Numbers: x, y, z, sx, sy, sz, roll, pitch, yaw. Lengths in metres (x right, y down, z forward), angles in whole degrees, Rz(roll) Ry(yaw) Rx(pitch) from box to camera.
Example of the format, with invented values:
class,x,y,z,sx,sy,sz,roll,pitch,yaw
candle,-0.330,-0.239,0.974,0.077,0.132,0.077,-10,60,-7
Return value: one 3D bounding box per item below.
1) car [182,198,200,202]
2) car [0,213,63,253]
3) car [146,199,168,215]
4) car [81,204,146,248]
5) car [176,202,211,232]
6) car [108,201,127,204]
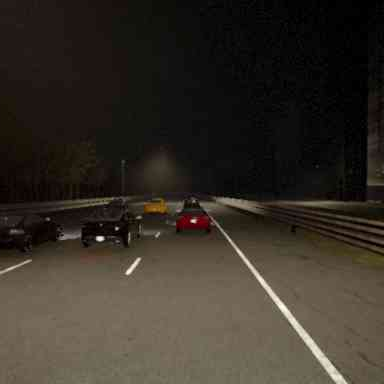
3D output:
class,x,y,z,sx,sy,sz,roll,pitch,yaw
car,-0.084,1.463,38.637,2.128,1.511,4.902,0,0,-1
car,-6.910,1.534,13.560,1.994,1.385,4.181,0,0,0
car,-3.523,1.445,33.309,1.882,1.535,5.008,0,0,-1
car,-3.411,1.473,14.736,1.837,1.490,4.892,0,0,0
car,0.070,1.528,19.901,1.994,1.385,4.181,0,0,0
car,-7.003,1.513,31.424,2.033,1.411,5.357,0,0,-1
